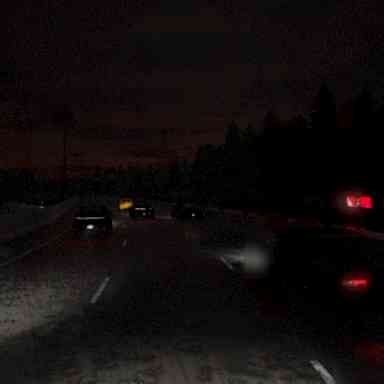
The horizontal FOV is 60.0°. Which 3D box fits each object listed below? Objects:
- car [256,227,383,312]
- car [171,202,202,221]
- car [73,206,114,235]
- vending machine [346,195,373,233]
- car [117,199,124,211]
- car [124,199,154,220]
[{"bbox_3d":[3.114,1.565,8.021,2.033,1.411,5.357,0,0,-5],"label":"car"},{"bbox_3d":[-0.487,1.592,27.775,1.812,1.442,4.674,0,0,-14],"label":"car"},{"bbox_3d":[-5.609,1.540,19.091,2.128,1.511,4.902,0,0,-11],"label":"car"},{"bbox_3d":[9.609,1.235,19.123,1.100,2.100,0.880,0,0,-10],"label":"vending machine"},{"bbox_3d":[-8.509,1.584,42.599,1.882,1.535,5.008,0,0,-17],"label":"car"},{"bbox_3d":[-4.492,1.564,29.056,2.128,1.511,4.902,0,0,-15],"label":"car"}]
